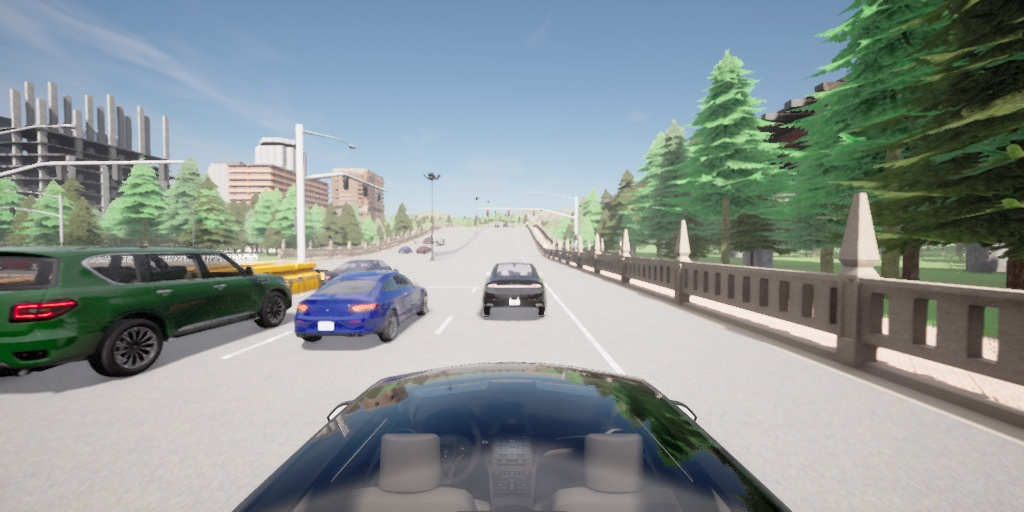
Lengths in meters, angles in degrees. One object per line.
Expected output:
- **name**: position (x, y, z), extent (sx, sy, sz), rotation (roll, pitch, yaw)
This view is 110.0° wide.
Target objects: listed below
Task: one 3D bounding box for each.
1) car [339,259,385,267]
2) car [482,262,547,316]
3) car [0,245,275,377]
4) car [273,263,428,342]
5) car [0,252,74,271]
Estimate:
- **car**: position (-6.996, 0.856, 17.229), extent (2.033, 1.411, 5.357), rotation (0, 2, 0)
- **car**: position (0.077, 0.951, 11.911), extent (2.128, 1.511, 4.902), rotation (0, 2, 0)
- **car**: position (-6.952, 0.814, 7.186), extent (2.150, 2.045, 5.566), rotation (0, 1, 1)
- **car**: position (-3.436, 1.070, 8.950), extent (1.812, 1.442, 4.674), rotation (0, 2, 0)
- **car**: position (-40.500, 0.417, 30.216), extent (5.008, 1.535, 1.882), rotation (0, 2, 2)
